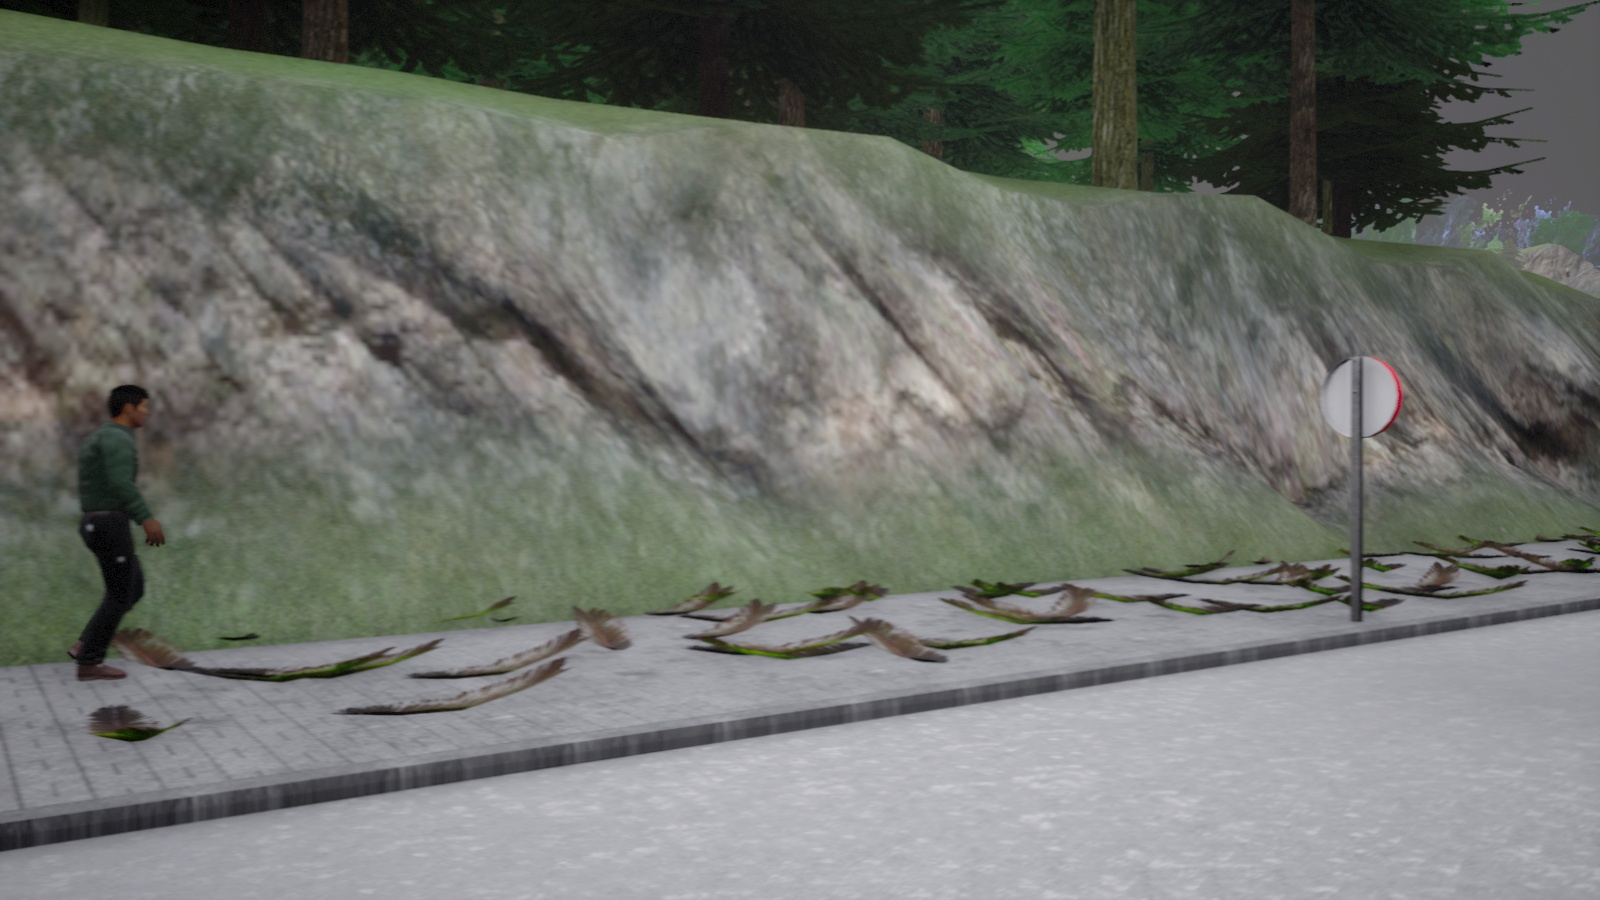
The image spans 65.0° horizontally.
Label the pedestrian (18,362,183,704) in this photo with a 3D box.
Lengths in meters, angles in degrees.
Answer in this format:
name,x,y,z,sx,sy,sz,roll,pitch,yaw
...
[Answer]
name,x,y,z,sx,sy,sz,roll,pitch,yaw
pedestrian,-4.222,0.473,7.591,0.788,1.949,0.423,0,0,-43
